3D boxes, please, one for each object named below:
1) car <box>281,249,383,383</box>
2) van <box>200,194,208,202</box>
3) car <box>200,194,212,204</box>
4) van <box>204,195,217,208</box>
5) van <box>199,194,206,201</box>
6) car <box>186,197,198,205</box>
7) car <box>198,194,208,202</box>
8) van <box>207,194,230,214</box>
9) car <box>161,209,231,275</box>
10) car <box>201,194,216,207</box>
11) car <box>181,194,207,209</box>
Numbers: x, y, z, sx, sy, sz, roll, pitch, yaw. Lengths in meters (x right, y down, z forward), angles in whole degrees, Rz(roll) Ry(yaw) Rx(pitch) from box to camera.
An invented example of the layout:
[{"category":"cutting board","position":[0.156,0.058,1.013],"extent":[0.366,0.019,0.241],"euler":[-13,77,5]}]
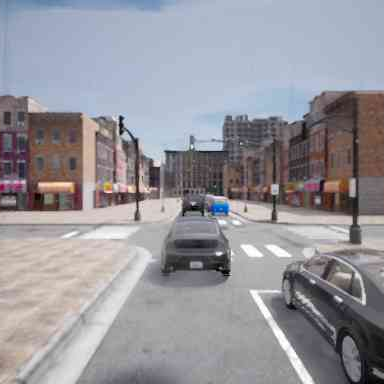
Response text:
[{"category":"car","position":[2.638,1.550,5.078],"extent":[2.008,1.369,4.403],"euler":[0,0,0]},{"category":"van","position":[2.654,1.391,75.884],"extent":[1.690,1.788,3.998],"euler":[0,0,0]},{"category":"car","position":[2.651,1.353,64.933],"extent":[2.192,1.841,5.009],"euler":[0,0,0]},{"category":"van","position":[2.647,1.361,48.507],"extent":[1.690,1.788,3.998],"euler":[0,0,0]},{"category":"van","position":[2.657,1.403,86.835],"extent":[1.690,1.788,3.998],"euler":[0,0,0]},{"category":"car","position":[0.016,1.583,62.167],"extent":[2.033,1.411,5.357],"euler":[0,0,0]},{"category":"car","position":[2.655,1.371,81.359],"extent":[2.192,1.841,5.009],"euler":[0,0,0]},{"category":"van","position":[2.643,1.349,32.081],"extent":[1.690,1.788,3.998],"euler":[0,0,0]},{"category":"car","position":[0.105,1.505,10.385],"extent":[1.837,1.490,4.892],"euler":[0,0,0]},{"category":"car","position":[2.647,1.341,53.980],"extent":[2.192,1.841,5.009],"euler":[0,0,0]},{"category":"car","position":[0.107,1.230,33.467],"extent":[2.150,2.045,5.566],"euler":[0,0,0]}]
